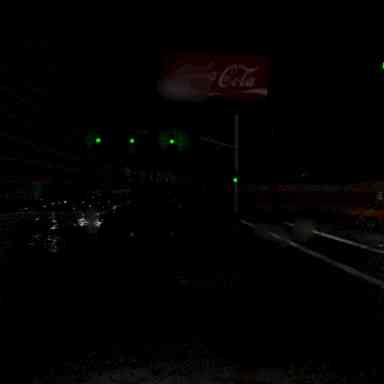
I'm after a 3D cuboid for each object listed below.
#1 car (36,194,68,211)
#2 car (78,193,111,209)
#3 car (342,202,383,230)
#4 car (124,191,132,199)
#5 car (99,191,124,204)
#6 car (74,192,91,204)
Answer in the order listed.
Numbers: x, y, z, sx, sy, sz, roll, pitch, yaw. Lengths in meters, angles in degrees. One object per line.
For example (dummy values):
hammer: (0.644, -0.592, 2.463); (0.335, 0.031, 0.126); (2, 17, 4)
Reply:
car: (-13.341, 0.971, 32.005); (1.812, 1.442, 4.674); (0, 1, -4)
car: (-10.024, 1.028, 34.483); (1.895, 1.301, 4.718); (0, 1, -5)
car: (11.068, 1.258, 18.680); (5.008, 1.535, 1.882); (0, 1, -4)
car: (-11.983, 0.562, 59.878); (1.812, 1.442, 4.674); (0, 1, -4)
car: (-10.864, 0.866, 45.008); (1.895, 1.301, 4.718); (0, 1, -4)
car: (-14.349, 0.728, 44.709); (1.882, 1.535, 5.008); (0, 1, -4)
